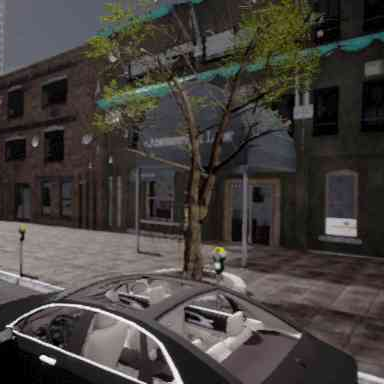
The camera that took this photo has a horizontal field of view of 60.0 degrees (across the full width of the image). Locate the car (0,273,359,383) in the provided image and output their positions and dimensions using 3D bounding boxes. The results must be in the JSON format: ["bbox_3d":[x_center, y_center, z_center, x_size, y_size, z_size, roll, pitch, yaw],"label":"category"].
[{"bbox_3d":[-0.703,1.550,3.363,4.403,1.369,2.008,0,1,36],"label":"car"}]
